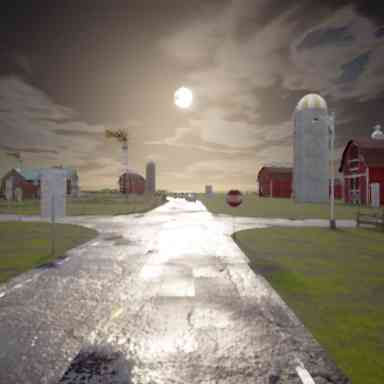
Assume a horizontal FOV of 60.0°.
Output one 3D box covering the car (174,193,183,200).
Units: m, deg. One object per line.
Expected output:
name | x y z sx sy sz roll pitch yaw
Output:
car | -3.025 1.031 76.496 1.994 1.385 4.181 0 0 -2

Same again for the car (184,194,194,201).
car | -0.753 1.328 82.507 1.837 1.490 4.892 0 0 -6

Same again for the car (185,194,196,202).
car | -0.085 1.401 72.398 2.128 1.511 4.902 0 0 -2
